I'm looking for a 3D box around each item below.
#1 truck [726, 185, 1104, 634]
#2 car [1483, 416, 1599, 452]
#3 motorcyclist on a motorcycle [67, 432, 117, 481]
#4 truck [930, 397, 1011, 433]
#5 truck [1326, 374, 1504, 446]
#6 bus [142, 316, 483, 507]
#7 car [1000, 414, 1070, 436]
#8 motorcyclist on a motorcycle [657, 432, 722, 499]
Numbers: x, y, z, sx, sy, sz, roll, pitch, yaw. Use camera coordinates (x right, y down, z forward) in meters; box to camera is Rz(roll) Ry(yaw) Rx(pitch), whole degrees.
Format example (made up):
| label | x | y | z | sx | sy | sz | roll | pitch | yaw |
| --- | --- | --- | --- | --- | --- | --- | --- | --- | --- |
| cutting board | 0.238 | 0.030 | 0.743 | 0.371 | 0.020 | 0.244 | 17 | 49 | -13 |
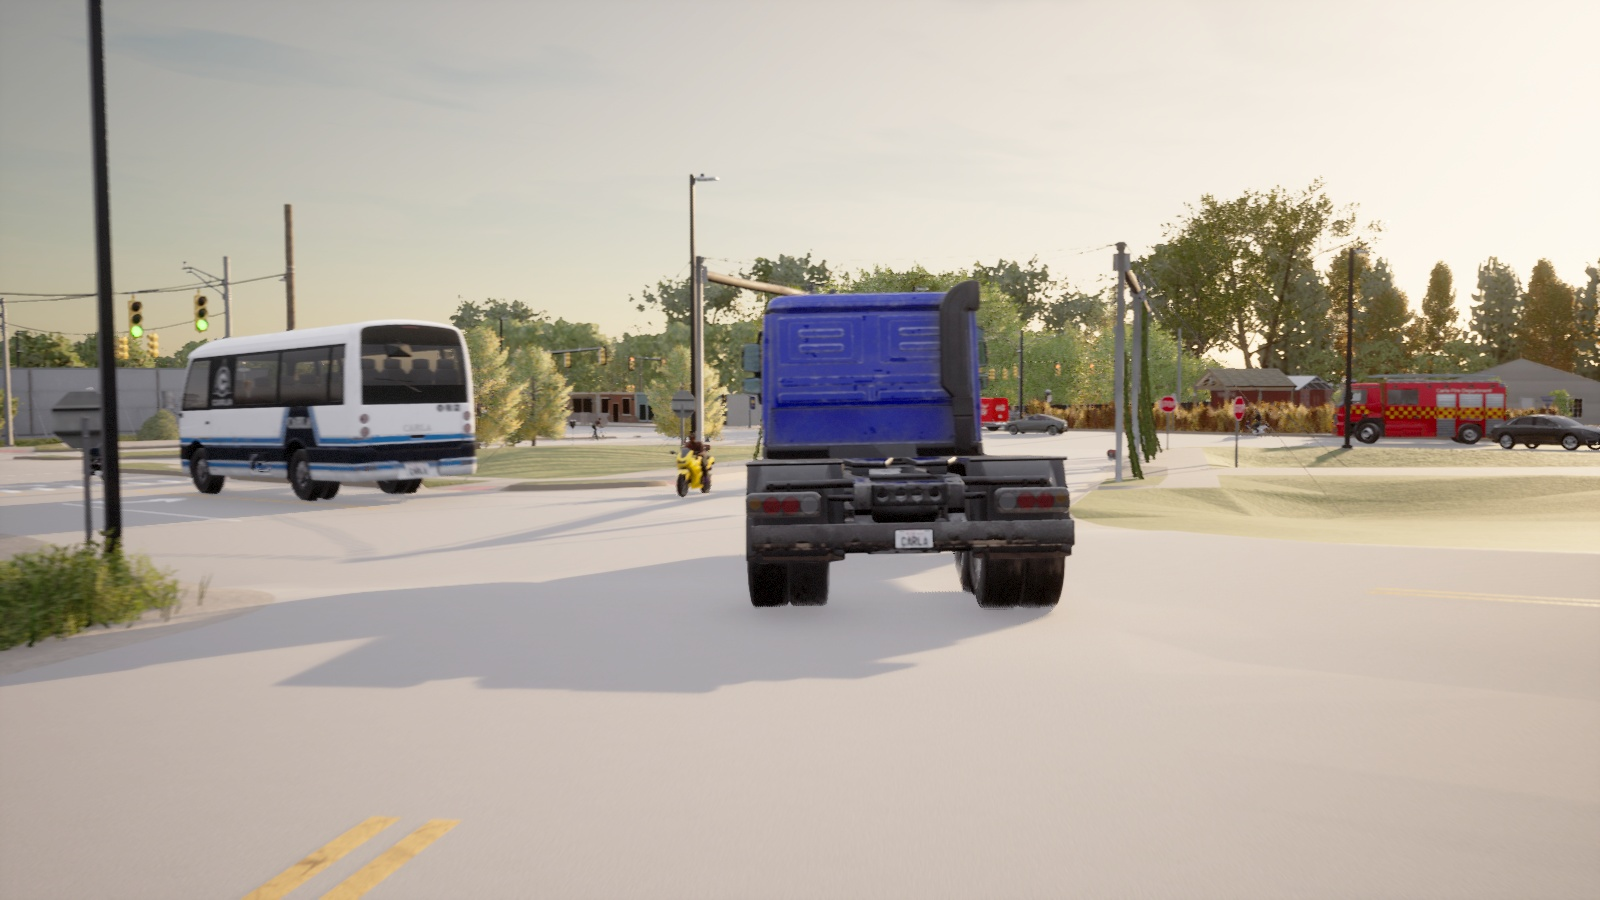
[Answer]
| label | x | y | z | sx | sy | sz | roll | pitch | yaw |
| --- | --- | --- | --- | --- | --- | --- | --- | --- | --- |
| truck | 0.894 | -0.338 | 13.793 | 2.891 | 3.462 | 7.936 | -1 | 0 | 0 |
| car | 32.369 | -0.709 | 54.235 | 1.837 | 1.490 | 4.892 | -1 | 1 | -24 |
| motorcyclist on a motorcycle | -24.038 | 0.203 | 42.633 | 1.817 | 1.590 | 0.866 | 1 | 3 | 41 |
| truck | 12.382 | -2.513 | 91.453 | 5.204 | 2.467 | 2.627 | 0 | 3 | 42 |
| truck | 33.925 | -2.233 | 69.710 | 8.468 | 3.827 | 2.891 | 1 | 3 | 17 |
| bus | -12.999 | -0.985 | 32.824 | 10.273 | 4.253 | 3.944 | 1 | 3 | 42 |
| car | 15.746 | -1.702 | 84.118 | 4.181 | 1.385 | 1.994 | 1 | 4 | 28 |
| motorcyclist on a motorcycle | -2.621 | 0.345 | 30.032 | 0.797 | 1.523 | 2.044 | 2 | 2 | 18 |
